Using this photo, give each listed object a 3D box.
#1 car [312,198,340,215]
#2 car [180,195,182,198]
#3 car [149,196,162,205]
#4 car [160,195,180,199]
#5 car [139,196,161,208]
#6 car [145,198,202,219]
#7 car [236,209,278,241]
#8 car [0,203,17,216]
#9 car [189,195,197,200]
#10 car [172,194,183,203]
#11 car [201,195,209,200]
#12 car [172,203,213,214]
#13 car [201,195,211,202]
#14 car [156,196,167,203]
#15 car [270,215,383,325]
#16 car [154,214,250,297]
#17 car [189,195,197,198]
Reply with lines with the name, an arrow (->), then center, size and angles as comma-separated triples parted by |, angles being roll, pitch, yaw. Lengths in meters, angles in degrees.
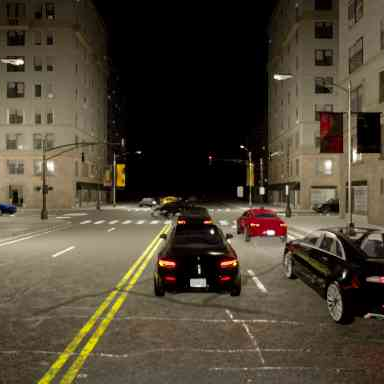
car -> 14.846, 1.414, 34.435 | 4.553, 1.767, 2.097 | 0, 0, 1
car -> -3.185, 1.624, 58.819 | 1.895, 1.301, 4.718 | 0, 0, 0
car -> -6.435, 1.528, 58.933 | 1.837, 1.490, 4.892 | 0, 0, 0
car -> -3.233, 1.498, 49.481 | 1.882, 1.535, 5.008 | 0, 0, -1
car -> -6.449, 1.567, 49.195 | 2.033, 1.411, 5.357 | 0, 0, 4
car -> -1.500, 1.530, 28.305 | 1.812, 1.442, 4.674 | -1, -1, 37
car -> 3.288, 1.530, 16.183 | 1.812, 1.442, 4.674 | 0, 0, 0
car -> -19.382, 1.464, 31.705 | 5.008, 1.535, 1.882 | 0, 0, 0
car -> 0.216, 1.446, 88.551 | 1.994, 1.385, 4.181 | 0, 0, 0
car -> -3.080, 1.376, 69.399 | 2.097, 1.767, 4.553 | 0, 0, 0
car -> 3.466, 1.446, 88.543 | 1.994, 1.385, 4.181 | 0, 0, 0
car -> 0.141, 1.530, 17.398 | 1.812, 1.442, 4.674 | 0, 0, 0
car -> 3.441, 1.560, 78.123 | 2.033, 1.411, 5.357 | 0, 0, 0
car -> -6.331, 1.550, 69.086 | 1.812, 1.442, 4.674 | 0, 0, 0
car -> 3.355, 1.493, 7.088 | 2.128, 1.511, 4.902 | 0, 0, 1
car -> 0.117, 1.527, 8.489 | 1.812, 1.442, 4.674 | 0, 0, 0
car -> 0.193, 1.616, 78.578 | 1.895, 1.301, 4.718 | 0, 0, 0
